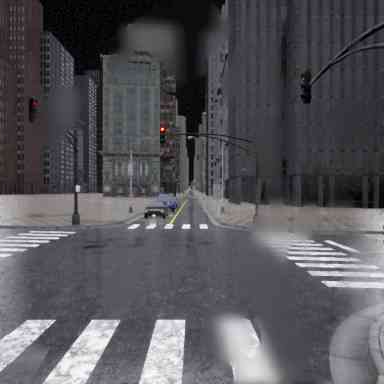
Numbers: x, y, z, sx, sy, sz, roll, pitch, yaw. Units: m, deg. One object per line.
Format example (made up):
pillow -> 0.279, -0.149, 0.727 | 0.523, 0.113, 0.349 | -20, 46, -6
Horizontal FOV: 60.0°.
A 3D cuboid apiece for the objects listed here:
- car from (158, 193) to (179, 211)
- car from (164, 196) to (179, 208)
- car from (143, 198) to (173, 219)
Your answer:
car -> -3.107, 1.219, 40.102 | 2.150, 2.045, 5.566 | 0, 0, 0
car -> -3.100, 1.475, 50.548 | 1.882, 1.535, 5.008 | 0, 0, 0
car -> -3.107, 1.546, 29.850 | 2.033, 1.411, 5.357 | 0, 0, 0
